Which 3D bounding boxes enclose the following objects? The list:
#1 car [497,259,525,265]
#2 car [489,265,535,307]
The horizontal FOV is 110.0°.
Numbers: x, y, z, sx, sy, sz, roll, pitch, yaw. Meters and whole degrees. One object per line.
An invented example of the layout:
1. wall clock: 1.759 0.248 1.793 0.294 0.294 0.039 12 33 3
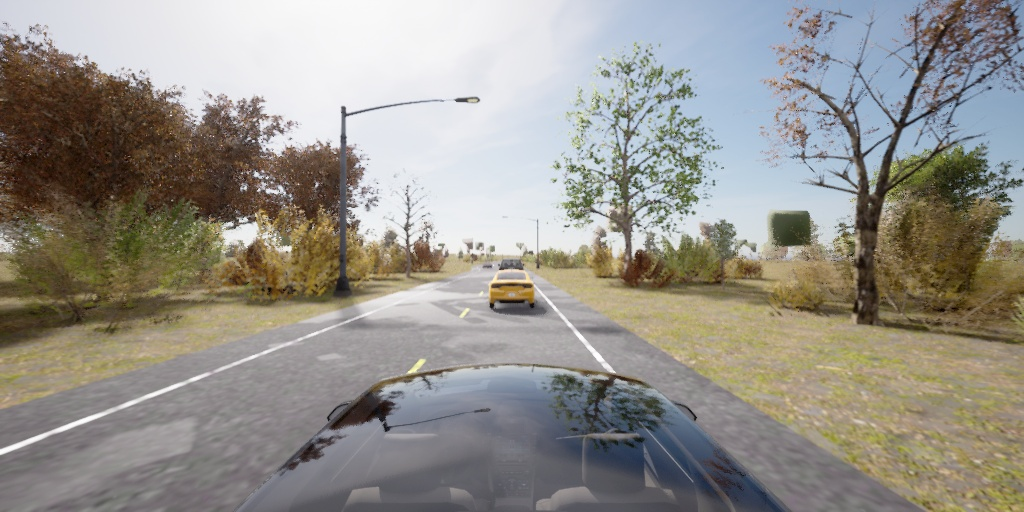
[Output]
1. car: -0.064 1.242 30.865 2.150 2.045 5.566 0 0 0
2. car: -0.006 1.366 16.352 1.882 1.535 5.008 0 0 0
